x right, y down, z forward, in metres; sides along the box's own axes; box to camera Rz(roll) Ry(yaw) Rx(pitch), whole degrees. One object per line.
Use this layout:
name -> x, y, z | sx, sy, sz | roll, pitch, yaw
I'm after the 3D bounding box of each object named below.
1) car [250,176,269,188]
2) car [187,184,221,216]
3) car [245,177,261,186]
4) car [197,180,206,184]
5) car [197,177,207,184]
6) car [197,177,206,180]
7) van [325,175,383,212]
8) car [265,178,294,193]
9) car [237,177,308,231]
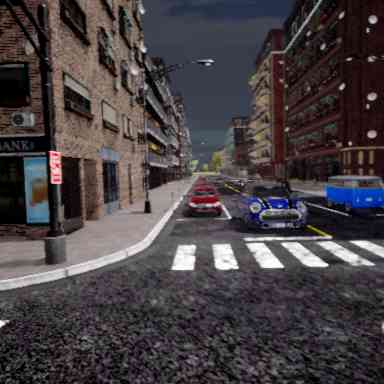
car -> 9.249, -1.417, 45.857 | 1.752, 1.417, 4.829 | -2, 3, 2
car -> 0.673, 0.462, 18.124 | 1.802, 1.307, 4.206 | -2, 3, 2
car -> 9.393, -1.675, 51.280 | 1.802, 1.307, 4.206 | -2, 3, 2
car -> 0.818, 0.104, 23.699 | 1.887, 1.381, 4.507 | -2, 3, 2
car -> 1.994, -2.458, 68.349 | 1.947, 1.339, 4.313 | -2, 3, 2
car -> 1.848, -2.117, 62.761 | 1.802, 1.307, 4.206 | -2, 3, 2
van -> 8.503, 0.020, 17.731 | 1.690, 1.788, 3.998 | -2, 3, 2
car -> 8.951, -0.721, 34.511 | 1.947, 1.339, 4.313 | -2, 3, 2
car -> 3.071, 0.420, 13.512 | 2.097, 1.767, 4.553 | -2, 3, 2
